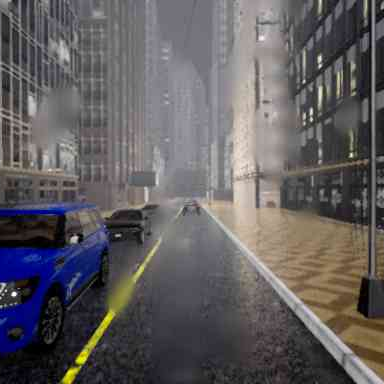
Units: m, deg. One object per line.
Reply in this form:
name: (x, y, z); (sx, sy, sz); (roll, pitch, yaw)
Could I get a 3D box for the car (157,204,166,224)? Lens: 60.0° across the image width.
car: (-3.110, 1.678, 26.610); (1.812, 1.442, 4.674); (0, 0, 0)

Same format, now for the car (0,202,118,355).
car: (-3.109, 1.266, 6.490); (2.150, 2.045, 5.566); (0, 0, -2)

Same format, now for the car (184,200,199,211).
car: (-0.043, 1.812, 46.802); (2.033, 1.411, 5.357); (0, 0, 0)

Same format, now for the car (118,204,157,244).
car: (-3.112, 1.575, 16.528); (1.882, 1.535, 5.008); (0, 0, 0)

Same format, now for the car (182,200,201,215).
car: (-0.037, 1.690, 35.903); (2.128, 1.511, 4.902); (0, 0, 0)
